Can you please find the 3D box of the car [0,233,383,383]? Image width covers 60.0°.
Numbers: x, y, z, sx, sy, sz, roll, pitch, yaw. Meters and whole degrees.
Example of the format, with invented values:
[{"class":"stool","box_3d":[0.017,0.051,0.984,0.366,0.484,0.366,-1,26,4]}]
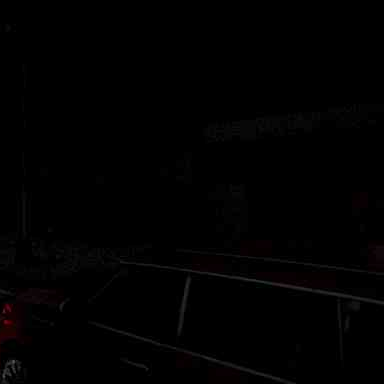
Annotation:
[{"class":"car","box_3d":[0.255,1.315,2.896,5.009,1.841,2.192,0,0,36]}]
